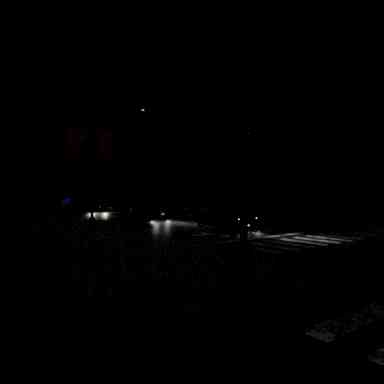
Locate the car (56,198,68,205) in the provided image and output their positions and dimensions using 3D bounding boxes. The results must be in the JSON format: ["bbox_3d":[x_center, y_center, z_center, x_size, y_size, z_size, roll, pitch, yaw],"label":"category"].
[{"bbox_3d":[-25.091,1.814,65.119,1.994,1.385,4.181,0,0,-36],"label":"car"}]

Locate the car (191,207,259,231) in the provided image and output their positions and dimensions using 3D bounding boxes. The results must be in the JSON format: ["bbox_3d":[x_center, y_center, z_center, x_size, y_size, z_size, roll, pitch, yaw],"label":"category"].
[{"bbox_3d":[2.042,1.654,21.331,1.895,1.301,4.718,0,0,-36],"label":"car"}]

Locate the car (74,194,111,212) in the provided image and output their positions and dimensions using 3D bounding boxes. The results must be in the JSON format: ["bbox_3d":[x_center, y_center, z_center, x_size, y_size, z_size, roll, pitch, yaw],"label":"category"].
[{"bbox_3d":[-12.490,1.372,41.640,2.150,2.045,5.566,0,0,-35],"label":"car"}]

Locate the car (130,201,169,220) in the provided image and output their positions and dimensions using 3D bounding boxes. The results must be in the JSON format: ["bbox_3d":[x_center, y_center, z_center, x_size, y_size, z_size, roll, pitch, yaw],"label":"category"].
[{"bbox_3d":[-3.841,1.584,29.543,2.128,1.511,4.902,0,0,-36],"label":"car"}]

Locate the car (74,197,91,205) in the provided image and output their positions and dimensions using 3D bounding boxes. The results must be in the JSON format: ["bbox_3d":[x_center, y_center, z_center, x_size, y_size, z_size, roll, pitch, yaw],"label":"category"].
[{"bbox_3d":[-21.821,1.754,66.136,1.837,1.490,4.892,0,0,-36],"label":"car"}]

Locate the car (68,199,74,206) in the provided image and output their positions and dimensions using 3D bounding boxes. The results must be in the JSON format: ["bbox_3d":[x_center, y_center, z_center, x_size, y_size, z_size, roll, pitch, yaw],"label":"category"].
[{"bbox_3d":[-18.953,1.814,56.556,1.895,1.301,4.718,0,0,-36],"label":"car"}]

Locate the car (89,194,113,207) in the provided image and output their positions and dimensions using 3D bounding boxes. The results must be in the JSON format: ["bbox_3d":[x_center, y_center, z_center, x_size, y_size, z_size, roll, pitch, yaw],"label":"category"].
[{"bbox_3d":[-15.870,1.437,57.825,2.150,2.045,5.566,0,0,-35],"label":"car"}]
